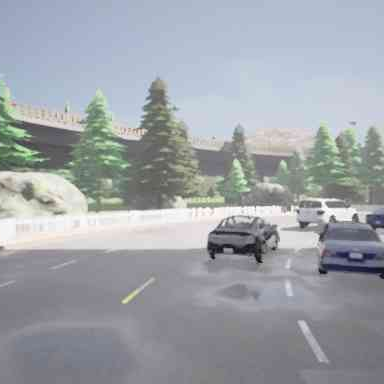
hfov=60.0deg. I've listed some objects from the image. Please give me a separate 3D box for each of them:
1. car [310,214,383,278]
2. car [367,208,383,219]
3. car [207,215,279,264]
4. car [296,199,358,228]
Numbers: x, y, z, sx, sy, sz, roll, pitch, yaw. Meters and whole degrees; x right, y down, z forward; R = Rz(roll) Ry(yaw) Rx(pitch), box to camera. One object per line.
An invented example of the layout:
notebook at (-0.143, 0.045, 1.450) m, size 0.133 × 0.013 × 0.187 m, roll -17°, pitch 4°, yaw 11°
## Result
car at (4.996, 1.666, 10.673) m, size 2.033 × 1.411 × 5.357 m, roll 0°, pitch -1°, yaw 21°
car at (13.294, 1.716, 21.706) m, size 5.008 × 1.535 × 1.882 m, roll 0°, pitch -1°, yaw -36°
car at (2.073, 1.632, 12.610) m, size 2.128 × 1.511 × 4.902 m, roll 0°, pitch -1°, yaw 23°
car at (9.516, 1.481, 23.282) m, size 5.566 × 2.045 × 2.150 m, roll 0°, pitch -1°, yaw -40°
